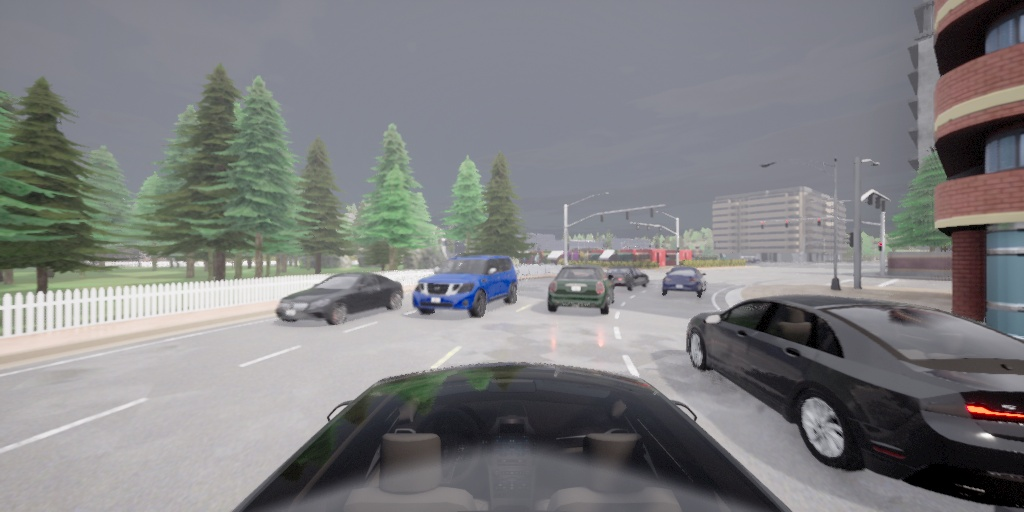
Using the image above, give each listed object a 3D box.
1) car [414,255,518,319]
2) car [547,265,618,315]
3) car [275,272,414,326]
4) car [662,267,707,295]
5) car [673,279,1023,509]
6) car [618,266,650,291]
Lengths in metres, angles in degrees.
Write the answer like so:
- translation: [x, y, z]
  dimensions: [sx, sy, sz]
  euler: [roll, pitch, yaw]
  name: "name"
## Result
- translation: [-1.446, 0.987, 13.488]
  dimensions: [2.150, 2.045, 5.566]
  euler: [0, 0, 19]
  name: "car"
- translation: [2.843, 1.124, 14.090]
  dimensions: [2.097, 1.767, 4.553]
  euler: [0, 0, 19]
  name: "car"
- translation: [-5.400, 1.285, 11.992]
  dimensions: [1.812, 1.442, 4.674]
  euler: [0, 0, 15]
  name: "car"
- translation: [9.332, 1.313, 19.338]
  dimensions: [1.812, 1.442, 4.674]
  euler: [0, 0, 32]
  name: "car"
- translation: [3.994, 1.266, 4.736]
  dimensions: [1.837, 1.490, 4.892]
  euler: [0, 0, 5]
  name: "car"
- translation: [7.035, 1.337, 22.432]
  dimensions: [2.033, 1.411, 5.357]
  euler: [0, 0, 35]
  name: "car"
